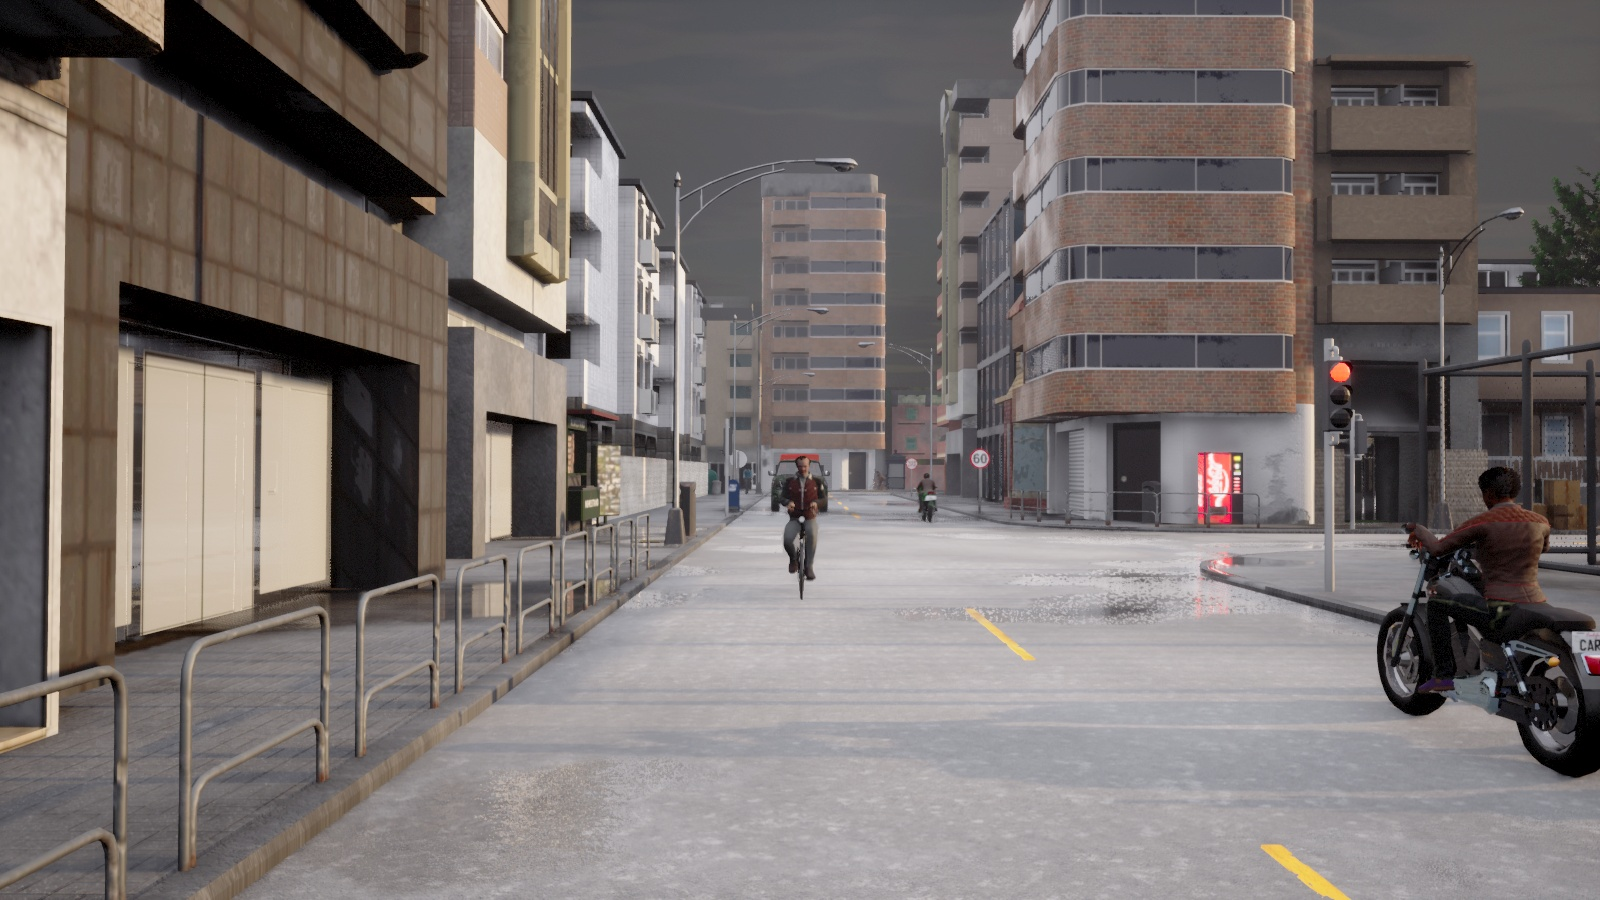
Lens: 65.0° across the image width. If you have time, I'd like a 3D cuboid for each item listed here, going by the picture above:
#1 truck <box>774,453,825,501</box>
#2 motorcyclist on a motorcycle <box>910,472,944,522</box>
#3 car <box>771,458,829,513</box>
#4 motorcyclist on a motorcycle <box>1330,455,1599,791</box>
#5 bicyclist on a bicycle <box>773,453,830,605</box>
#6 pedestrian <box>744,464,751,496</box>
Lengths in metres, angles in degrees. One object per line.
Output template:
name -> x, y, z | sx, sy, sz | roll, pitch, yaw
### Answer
truck -> -0.009, 1.456, 67.330 | 2.627, 2.467, 5.204 | 0, -1, 0
motorcyclist on a motorcycle -> 3.921, 1.432, 38.842 | 0.797, 1.523, 2.044 | 0, -1, -2
car -> -0.029, 1.368, 49.796 | 2.150, 2.045, 5.566 | 0, -1, -1
motorcyclist on a motorcycle -> 3.999, 0.872, 7.367 | 0.766, 1.649, 2.350 | 0, -1, 0
bicyclist on a bicycle -> 0.033, 0.947, 15.637 | 0.659, 1.776, 1.843 | 0, -1, 1
pedestrian -> -3.210, 1.824, 76.858 | 0.396, 1.930, 0.692 | 0, -1, -9
